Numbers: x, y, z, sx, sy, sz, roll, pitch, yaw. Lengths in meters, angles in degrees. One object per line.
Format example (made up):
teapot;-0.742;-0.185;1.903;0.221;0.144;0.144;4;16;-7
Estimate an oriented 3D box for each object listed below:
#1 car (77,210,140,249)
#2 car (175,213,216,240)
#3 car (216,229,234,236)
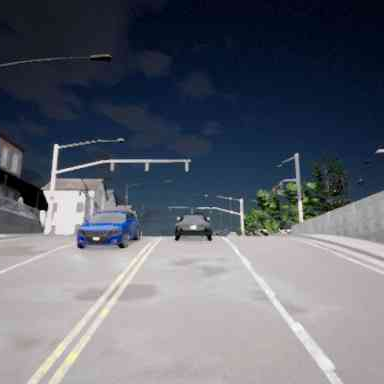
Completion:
car;-3.583;1.572;14.988;1.882;1.535;5.008;0;-2;0
car;0.080;1.880;18.564;1.994;1.385;4.181;0;-4;0
car;2.818;4.670;35.432;1.994;1.385;4.181;-10;-16;38
